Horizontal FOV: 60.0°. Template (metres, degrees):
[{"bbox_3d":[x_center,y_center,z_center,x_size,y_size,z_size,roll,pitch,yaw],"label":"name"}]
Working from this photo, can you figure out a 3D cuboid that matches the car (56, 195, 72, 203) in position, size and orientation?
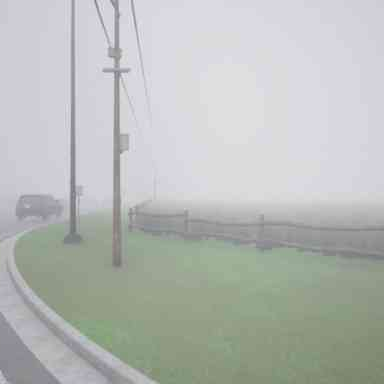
[{"bbox_3d":[-26.764,1.494,69.839,1.882,1.535,5.008,0,0,-5],"label":"car"}]

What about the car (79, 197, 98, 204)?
[{"bbox_3d":[-19.126,1.562,62.927,2.033,1.411,5.357,0,0,-4],"label":"car"}]

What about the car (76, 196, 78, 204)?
[{"bbox_3d":[-22.737,1.562,64.298,2.033,1.411,5.357,0,0,-4],"label":"car"}]

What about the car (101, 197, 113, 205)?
[{"bbox_3d":[-15.389,1.577,61.114,1.994,1.385,4.181,0,0,-5],"label":"car"}]

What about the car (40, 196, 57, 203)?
[{"bbox_3d":[-30.329,1.541,70.418,1.812,1.442,4.674,0,0,-5],"label":"car"}]

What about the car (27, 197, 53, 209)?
[{"bbox_3d":[-21.166,1.537,46.432,1.812,1.442,4.674,0,0,-5],"label":"car"}]

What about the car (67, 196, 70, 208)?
[{"bbox_3d":[-17.444,1.558,43.846,2.033,1.411,5.357,0,0,-3],"label":"car"}]

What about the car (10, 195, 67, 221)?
[{"bbox_3d":[-12.579,1.228,27.738,2.150,2.045,5.566,0,0,-4],"label":"car"}]
